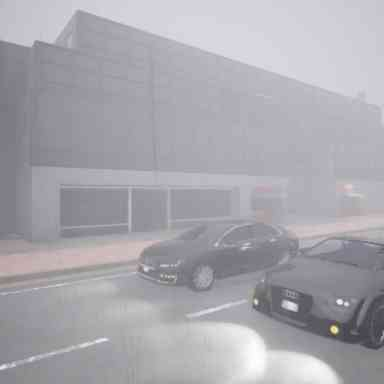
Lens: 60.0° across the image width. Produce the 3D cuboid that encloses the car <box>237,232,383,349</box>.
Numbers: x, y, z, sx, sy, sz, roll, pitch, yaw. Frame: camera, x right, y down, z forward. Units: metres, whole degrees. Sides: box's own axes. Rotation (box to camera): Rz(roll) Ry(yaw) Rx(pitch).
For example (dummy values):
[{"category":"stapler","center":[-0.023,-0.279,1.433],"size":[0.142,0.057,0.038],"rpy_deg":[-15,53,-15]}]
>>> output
[{"category":"car","center":[3.108,1.564,6.281],"size":[4.181,1.385,1.994],"rpy_deg":[0,0,-36]}]

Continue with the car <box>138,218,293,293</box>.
[{"category":"car","center":[0.907,1.504,9.003],"size":[4.892,1.490,1.837],"rpy_deg":[0,0,-36]}]
